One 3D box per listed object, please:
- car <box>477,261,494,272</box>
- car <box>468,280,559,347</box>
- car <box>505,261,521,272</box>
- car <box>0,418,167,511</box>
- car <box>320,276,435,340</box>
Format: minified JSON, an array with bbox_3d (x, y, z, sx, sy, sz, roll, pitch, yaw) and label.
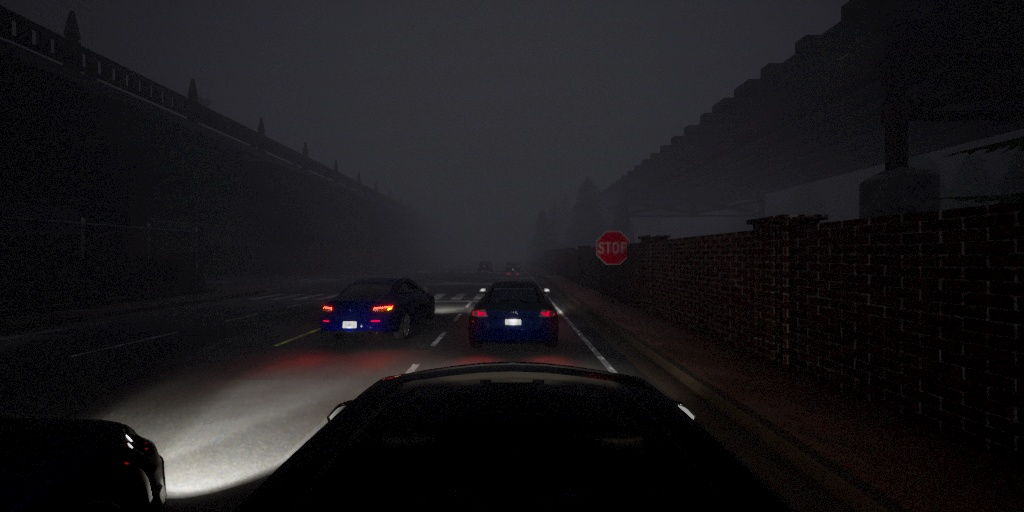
[{"bbox_3d":[-3.395,1.297,45.950,2.033,1.411,5.357,0,0,-1],"label":"car"},{"bbox_3d":[0.069,1.314,9.303,1.994,1.385,4.181,0,0,1],"label":"car"},{"bbox_3d":[0.099,1.351,46.119,1.895,1.301,4.718,0,0,-1],"label":"car"},{"bbox_3d":[-3.399,1.314,0.730,1.994,1.385,4.181,0,0,0],"label":"car"},{"bbox_3d":[-3.413,1.276,9.825,1.812,1.442,4.674,0,0,0],"label":"car"}]
